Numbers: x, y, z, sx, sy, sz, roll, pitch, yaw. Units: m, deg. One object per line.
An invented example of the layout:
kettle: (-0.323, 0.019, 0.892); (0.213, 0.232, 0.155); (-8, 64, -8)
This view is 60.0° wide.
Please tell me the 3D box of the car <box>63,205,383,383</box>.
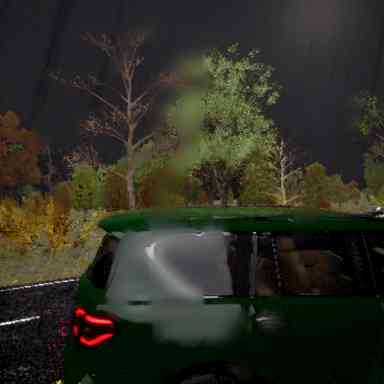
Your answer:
car: (1.516, 1.208, 3.762); (5.566, 2.045, 2.150); (0, 2, -8)

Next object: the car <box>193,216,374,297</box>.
car: (2.809, 1.569, 9.530); (5.357, 1.411, 2.033); (0, 0, -34)

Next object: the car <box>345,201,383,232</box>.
car: (11.537, 1.569, 19.877); (4.902, 1.511, 2.128); (5, -11, -36)
